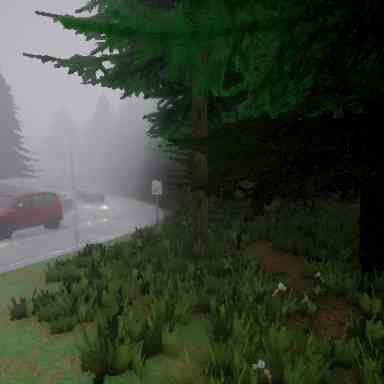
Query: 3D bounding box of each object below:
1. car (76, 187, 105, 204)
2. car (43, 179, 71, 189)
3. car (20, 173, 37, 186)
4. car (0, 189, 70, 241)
[{"bbox_3d":[-10.201,0.232,33.257,1.882,1.535,5.008,0,5,-33],"label":"car"},{"bbox_3d":[-18.443,-0.951,45.363,4.892,1.490,1.837,6,4,38],"label":"car"},{"bbox_3d":[-25.775,-2.127,52.419,2.150,2.045,5.566,0,5,-30],"label":"car"},{"bbox_3d":[-8.729,1.060,16.427,2.150,2.045,5.566,0,2,15],"label":"car"}]
